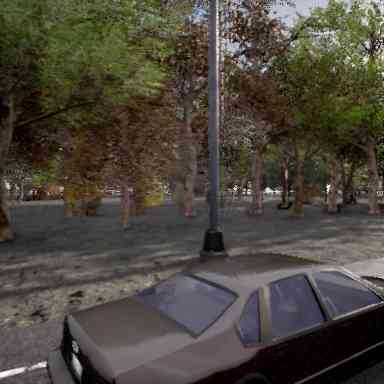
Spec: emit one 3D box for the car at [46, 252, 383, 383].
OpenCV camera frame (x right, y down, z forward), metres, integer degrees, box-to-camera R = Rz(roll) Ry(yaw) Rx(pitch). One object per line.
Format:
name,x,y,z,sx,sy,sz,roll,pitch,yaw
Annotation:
car,1.102,1.544,4.279,5.357,1.411,2.033,0,0,-33
